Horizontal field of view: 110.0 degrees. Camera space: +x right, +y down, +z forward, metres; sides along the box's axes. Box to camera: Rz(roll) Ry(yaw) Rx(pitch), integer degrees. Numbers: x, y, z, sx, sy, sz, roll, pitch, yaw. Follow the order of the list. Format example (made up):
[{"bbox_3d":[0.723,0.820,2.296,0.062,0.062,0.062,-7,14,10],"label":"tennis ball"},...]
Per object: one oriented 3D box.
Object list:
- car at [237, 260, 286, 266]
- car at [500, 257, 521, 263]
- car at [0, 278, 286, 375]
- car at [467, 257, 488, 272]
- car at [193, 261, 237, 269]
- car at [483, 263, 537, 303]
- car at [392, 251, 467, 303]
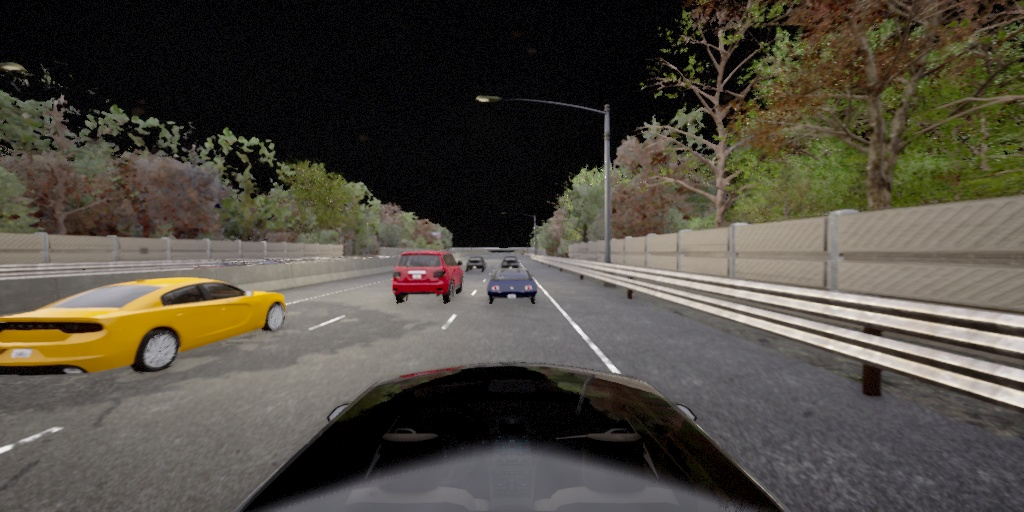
[{"bbox_3d":[-21.306,1.055,31.426,1.994,1.385,4.181,0,1,0],"label":"car"},{"bbox_3d":[-0.157,0.808,36.753,1.837,1.490,4.892,0,1,0],"label":"car"},{"bbox_3d":[-6.937,1.190,7.534,1.882,1.535,5.008,0,1,0],"label":"car"},{"bbox_3d":[-3.657,0.822,37.321,1.837,1.490,4.892,0,1,0],"label":"car"},{"bbox_3d":[-24.805,1.118,30.960,1.895,1.301,4.718,0,1,0],"label":"car"},{"bbox_3d":[-0.007,1.169,15.373,1.895,1.301,4.718,0,1,0],"label":"car"},{"bbox_3d":[-3.499,0.805,15.789,2.150,2.045,5.566,0,1,0],"label":"car"}]
